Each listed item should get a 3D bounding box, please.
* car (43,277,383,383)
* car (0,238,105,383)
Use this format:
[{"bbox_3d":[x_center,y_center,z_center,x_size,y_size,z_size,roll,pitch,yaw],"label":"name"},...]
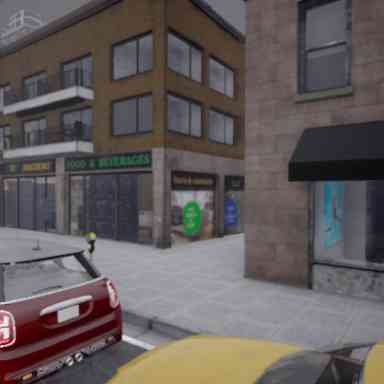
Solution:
[{"bbox_3d":[1.356,1.526,1.843,4.829,1.417,1.752,0,0,35],"label":"car"},{"bbox_3d":[-2.999,1.408,4.948,4.097,1.590,1.967,0,0,35],"label":"car"}]
